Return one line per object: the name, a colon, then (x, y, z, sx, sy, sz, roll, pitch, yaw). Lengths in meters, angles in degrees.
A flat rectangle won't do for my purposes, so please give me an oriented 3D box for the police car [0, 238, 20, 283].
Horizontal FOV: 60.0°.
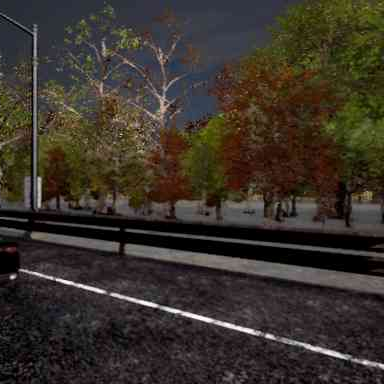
police car: (-6.498, 1.411, 8.075, 5.238, 1.638, 1.930, 0, -1, 27)
